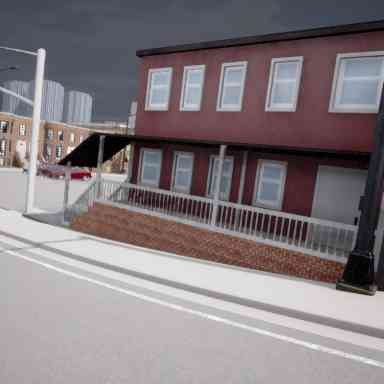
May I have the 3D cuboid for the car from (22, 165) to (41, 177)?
[{"bbox_3d":[-16.677,-2.510,38.603,2.033,1.411,5.357,11,6,36],"label":"car"}]

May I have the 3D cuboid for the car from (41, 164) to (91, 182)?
[{"bbox_3d":[-13.591,-2.062,36.946,1.882,1.535,5.008,10,6,35],"label":"car"}]
